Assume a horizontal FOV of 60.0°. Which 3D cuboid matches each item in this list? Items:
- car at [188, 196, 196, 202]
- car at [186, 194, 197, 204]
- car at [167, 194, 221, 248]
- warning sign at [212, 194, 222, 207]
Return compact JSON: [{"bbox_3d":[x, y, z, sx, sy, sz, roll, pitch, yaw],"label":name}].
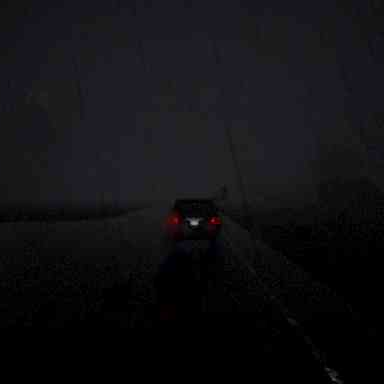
[{"bbox_3d":[-0.005,1.649,77.953,1.994,1.385,4.181,0,0,0],"label":"car"},{"bbox_3d":[-0.004,1.409,67.567,2.150,2.045,5.566,0,0,0],"label":"car"},{"bbox_3d":[0.097,1.264,15.144,2.150,2.045,5.566,0,0,0],"label":"car"},{"bbox_3d":[3.557,1.250,47.688,1.300,1.860,1.060,1,0,0],"label":"warning sign"}]
